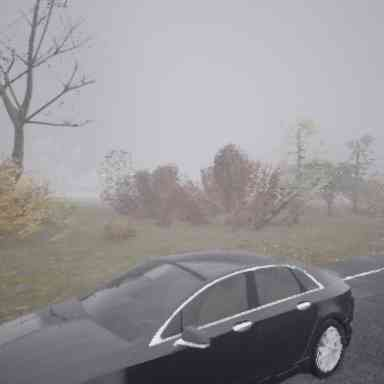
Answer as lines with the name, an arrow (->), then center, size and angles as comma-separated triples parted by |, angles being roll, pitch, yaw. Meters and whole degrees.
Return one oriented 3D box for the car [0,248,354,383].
car -> 0.039, 1.529, 4.014 | 4.892, 1.490, 1.837 | 1, 0, -35
